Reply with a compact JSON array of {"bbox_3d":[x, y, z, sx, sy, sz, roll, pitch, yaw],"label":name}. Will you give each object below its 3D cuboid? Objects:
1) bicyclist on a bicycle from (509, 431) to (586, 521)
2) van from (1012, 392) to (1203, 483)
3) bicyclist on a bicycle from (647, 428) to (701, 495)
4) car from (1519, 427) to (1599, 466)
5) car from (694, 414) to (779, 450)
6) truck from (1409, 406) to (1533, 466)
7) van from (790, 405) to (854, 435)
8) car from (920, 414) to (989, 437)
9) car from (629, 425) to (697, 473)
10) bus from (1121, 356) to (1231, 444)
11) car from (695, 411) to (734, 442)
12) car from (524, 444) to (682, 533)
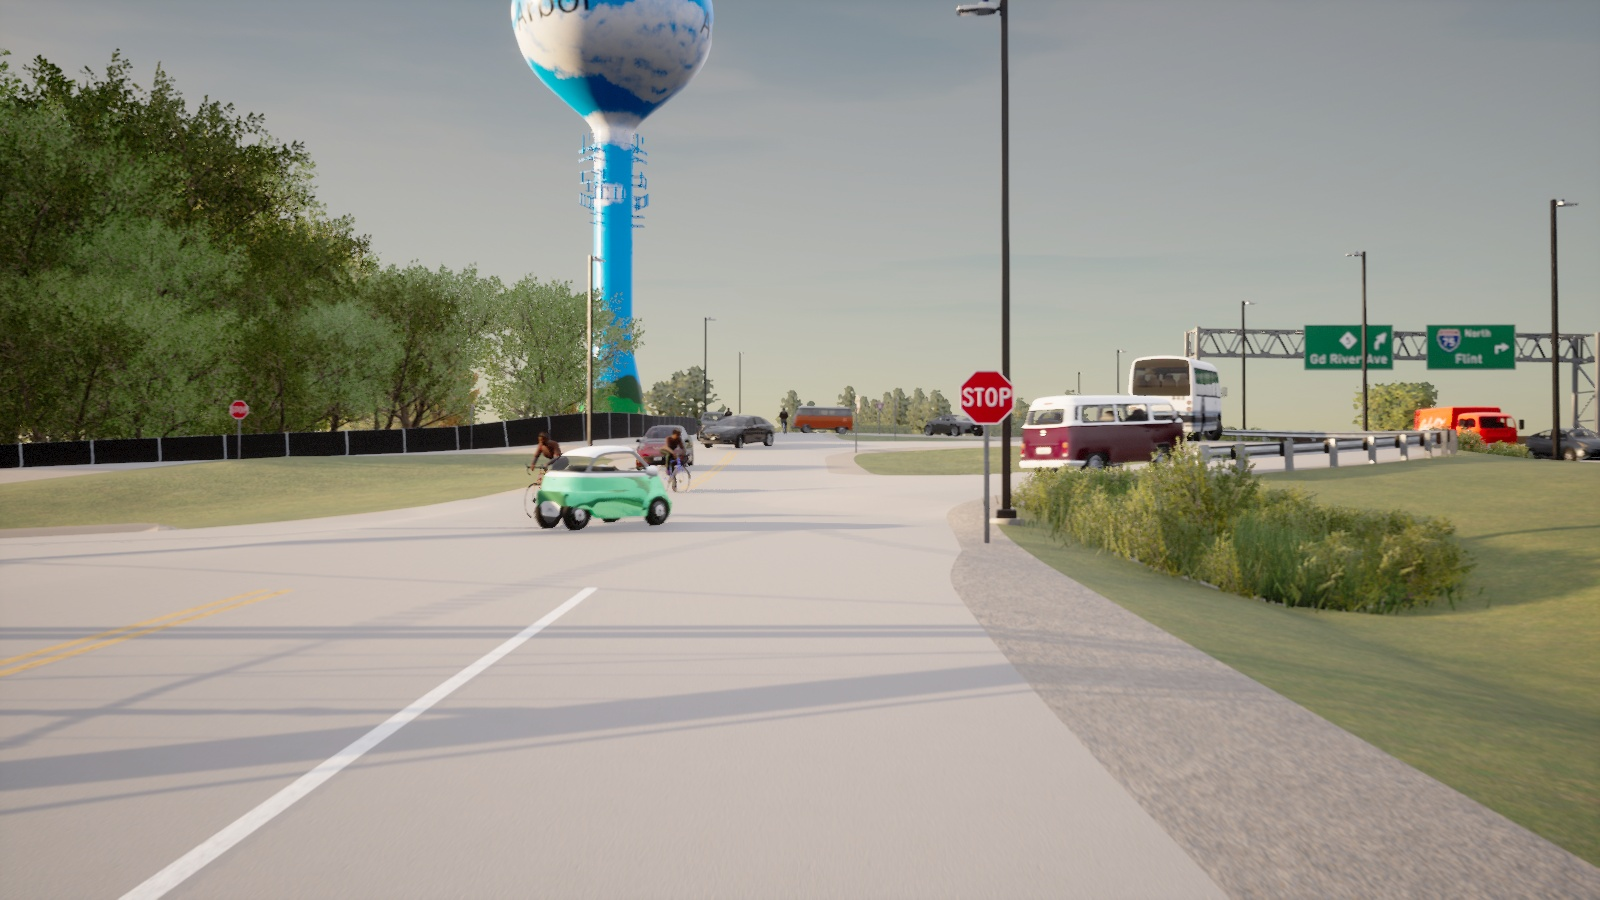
[{"bbox_3d":[-4.756,0.464,23.725,0.582,1.620,1.656,0,1,23],"label":"bicyclist on a bicycle"},{"bbox_3d":[7.578,-0.324,30.804,4.480,2.038,2.069,-3,1,-36],"label":"van"},{"bbox_3d":[-3.184,0.283,31.606,0.582,1.620,1.656,1,1,-35],"label":"bicyclist on a bicycle"},{"bbox_3d":[32.261,-0.139,52.368,2.007,1.525,4.514,0,0,1],"label":"car"},{"bbox_3d":[-2.904,-0.869,58.859,1.837,1.490,4.892,1,3,26],"label":"car"},{"bbox_3d":[28.792,-0.584,54.095,2.627,2.467,5.204,0,0,1],"label":"truck"},{"bbox_3d":[1.565,-2.147,90.578,4.442,1.987,1.775,1,-1,-4],"label":"van"},{"bbox_3d":[9.668,-1.516,78.712,1.994,1.385,4.181,0,1,-34],"label":"car"},{"bbox_3d":[-4.689,-0.080,43.470,1.845,1.501,3.633,0,3,2],"label":"car"},{"bbox_3d":[19.975,-2.591,66.167,3.944,4.253,10.273,1,2,26],"label":"bus"},{"bbox_3d":[-4.609,-1.269,67.090,1.789,1.549,3.705,0,2,-8],"label":"car"},{"bbox_3d":[-3.310,0.602,21.263,1.481,1.376,2.207,1,1,41],"label":"car"}]
